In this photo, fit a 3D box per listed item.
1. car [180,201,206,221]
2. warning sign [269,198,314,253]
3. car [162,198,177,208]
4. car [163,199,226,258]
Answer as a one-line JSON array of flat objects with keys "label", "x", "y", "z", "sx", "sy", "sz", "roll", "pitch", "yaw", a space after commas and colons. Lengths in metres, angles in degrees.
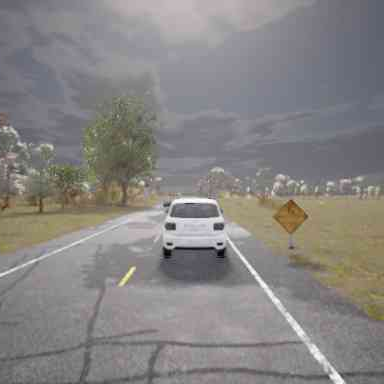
[{"label": "car", "x": 0.083, "y": 1.611, "z": 29.294, "sx": 2.128, "sy": 1.511, "sz": 4.902, "roll": 0, "pitch": 0, "yaw": 0}, {"label": "warning sign", "x": 3.547, "y": 1.163, "z": 11.965, "sx": 1.300, "sy": 1.860, "sz": 1.060, "roll": -1, "pitch": -1, "yaw": 0}, {"label": "car", "x": -3.543, "y": 1.767, "z": 52.936, "sx": 2.033, "sy": 1.411, "sz": 5.357, "roll": 0, "pitch": 0, "yaw": 0}, {"label": "car", "x": 0.074, "y": 1.275, "z": 13.215, "sx": 2.150, "sy": 2.045, "sz": 5.566, "roll": 0, "pitch": 0, "yaw": 0}]
